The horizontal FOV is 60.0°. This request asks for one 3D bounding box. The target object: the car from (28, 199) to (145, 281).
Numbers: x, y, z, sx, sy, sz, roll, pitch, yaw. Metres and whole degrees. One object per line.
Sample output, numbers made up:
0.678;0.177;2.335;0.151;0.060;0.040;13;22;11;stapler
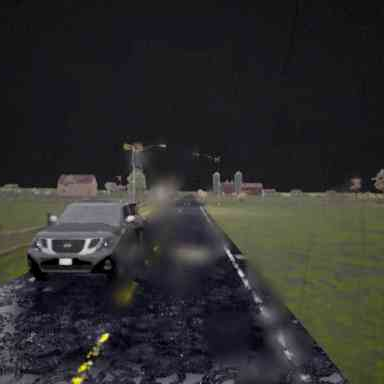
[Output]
-2.843;1.245;10.317;2.150;2.045;5.566;0;0;0;car
